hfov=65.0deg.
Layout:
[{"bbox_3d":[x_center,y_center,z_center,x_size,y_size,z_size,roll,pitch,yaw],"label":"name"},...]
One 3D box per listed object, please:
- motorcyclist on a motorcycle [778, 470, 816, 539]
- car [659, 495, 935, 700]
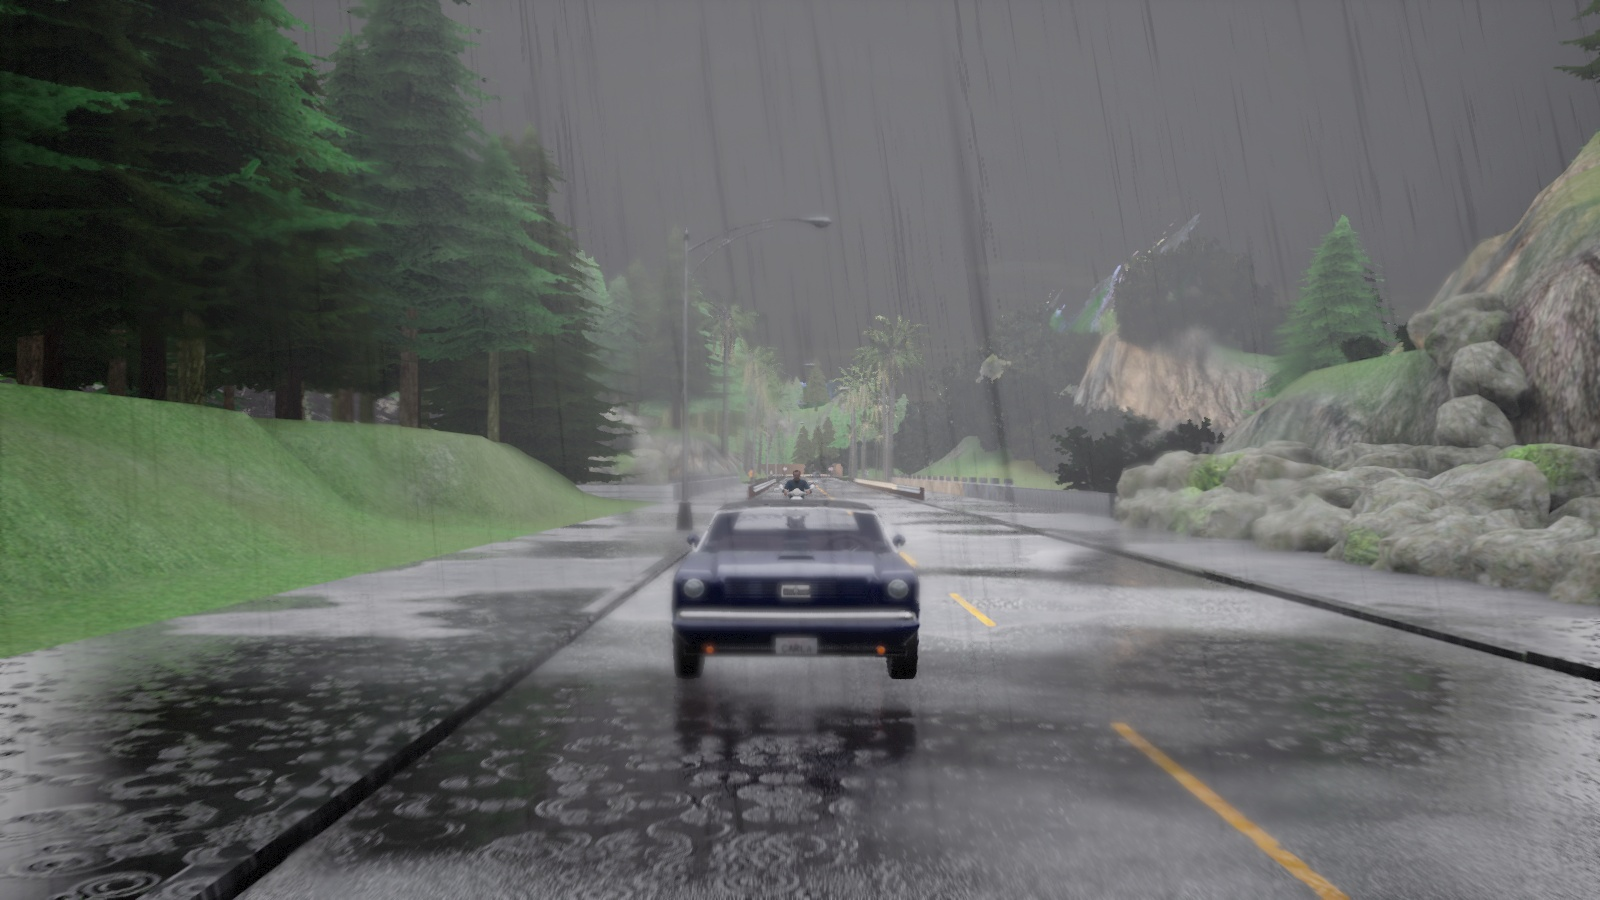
[{"bbox_3d":[-0.070,1.273,30.128,0.866,1.590,1.817,0,-1,0],"label":"motorcyclist on a motorcycle"},{"bbox_3d":[-0.025,1.099,10.995,1.895,1.301,4.718,0,-1,0],"label":"car"}]
